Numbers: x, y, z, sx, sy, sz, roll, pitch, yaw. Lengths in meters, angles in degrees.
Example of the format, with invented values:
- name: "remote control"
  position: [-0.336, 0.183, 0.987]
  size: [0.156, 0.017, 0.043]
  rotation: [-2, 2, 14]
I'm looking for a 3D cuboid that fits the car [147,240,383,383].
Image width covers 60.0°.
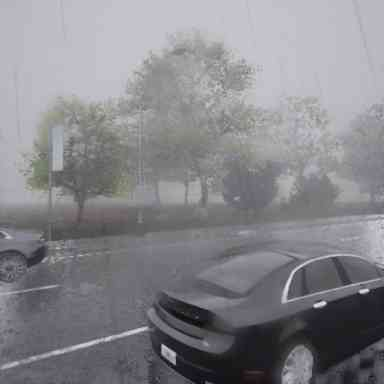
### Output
- name: "car"
  position: [1.708, 1.509, 5.037]
  size: [4.892, 1.490, 1.837]
  rotation: [0, 0, -36]

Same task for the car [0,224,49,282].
- name: "car"
  position: [-6.191, 1.503, 8.208]
  size: [4.902, 1.511, 2.128]
  rotation: [0, 0, -35]
